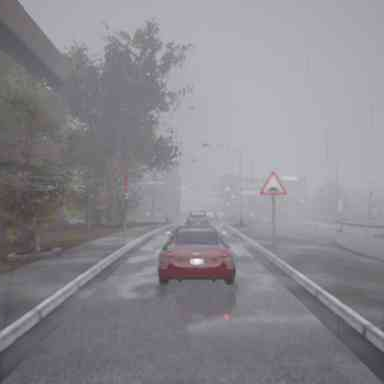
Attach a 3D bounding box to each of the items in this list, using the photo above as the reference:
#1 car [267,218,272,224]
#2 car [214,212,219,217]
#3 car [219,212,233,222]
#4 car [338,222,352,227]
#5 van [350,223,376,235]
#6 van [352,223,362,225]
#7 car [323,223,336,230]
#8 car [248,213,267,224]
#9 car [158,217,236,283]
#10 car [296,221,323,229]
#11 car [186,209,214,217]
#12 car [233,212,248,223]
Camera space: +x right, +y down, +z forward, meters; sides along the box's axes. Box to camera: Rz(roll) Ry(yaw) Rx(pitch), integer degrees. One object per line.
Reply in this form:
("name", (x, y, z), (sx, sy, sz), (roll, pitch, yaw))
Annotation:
("car", (13.664, 5.520, 64.151), (1.946, 1.575, 5.366), (8, -6, -30))
("car", (1.982, 4.203, 61.842), (2.435, 2.045, 5.566), (2, -5, -30))
("car", (4.861, 4.513, 62.423), (2.185, 1.767, 4.553), (5, -5, -31))
("car", (28.488, 7.037, 66.654), (1.946, 1.575, 5.366), (8, -6, -29))
("van", (34.604, 7.412, 67.387), (1.878, 1.987, 4.442), (8, -6, -29))
("van", (31.630, 7.108, 66.898), (1.878, 1.987, 4.442), (8, -6, -29))
("car", (25.607, 6.771, 66.007), (2.002, 1.452, 4.674), (8, -6, -29))
("car", (10.831, 4.962, 63.468), (2.435, 2.045, 5.566), (8, -6, -30))
("car", (0.126, 1.648, 9.861), (1.994, 1.385, 4.181), (0, -1, 0))
("car", (22.636, 6.466, 65.502), (2.002, 1.452, 4.674), (8, -6, -29))
("car", (0.526, 2.331, 27.806), (2.128, 1.511, 4.902), (0, -4, 2))
("car", (7.834, 4.778, 62.914), (2.185, 1.767, 4.553), (7, -6, -30))
